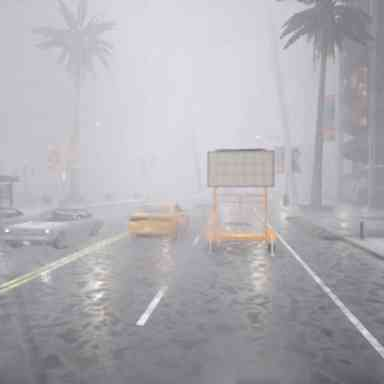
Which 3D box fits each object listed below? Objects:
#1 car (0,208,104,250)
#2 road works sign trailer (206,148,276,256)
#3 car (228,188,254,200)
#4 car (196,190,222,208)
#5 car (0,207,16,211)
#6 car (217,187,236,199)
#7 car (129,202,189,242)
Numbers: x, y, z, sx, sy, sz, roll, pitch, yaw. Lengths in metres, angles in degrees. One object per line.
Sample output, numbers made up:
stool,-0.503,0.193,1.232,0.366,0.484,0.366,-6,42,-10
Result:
car,-5.254,1.350,13.249,1.895,1.301,4.718,0,1,7
road works sign trailer,1.765,0.233,12.156,2.380,3.560,2.880,0,1,7
car,8.379,0.536,54.559,1.994,1.385,4.181,1,1,44
car,1.677,0.863,35.103,1.812,1.442,4.674,0,1,13
car,-8.675,1.334,14.093,1.895,1.301,4.718,0,1,7
car,5.559,0.153,56.786,2.150,2.045,5.566,1,1,43
car,-1.321,1.195,14.912,1.882,1.535,5.008,0,1,7
